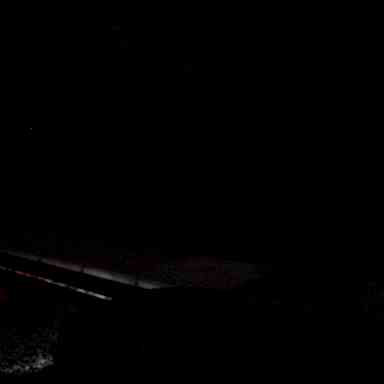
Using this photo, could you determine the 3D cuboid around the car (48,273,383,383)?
[{"bbox_3d":[0.977,1.536,2.988,5.357,1.411,2.033,1,1,35],"label":"car"}]
